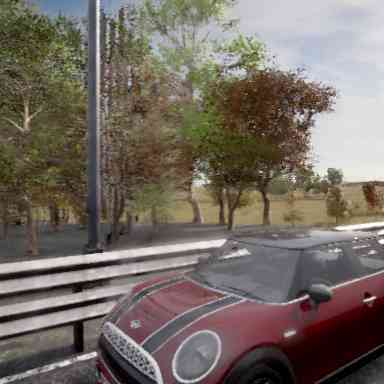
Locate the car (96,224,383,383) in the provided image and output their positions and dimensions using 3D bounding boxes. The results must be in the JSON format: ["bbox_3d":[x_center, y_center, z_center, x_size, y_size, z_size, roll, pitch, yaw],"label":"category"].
[{"bbox_3d":[1.107,1.350,4.477,4.553,1.767,2.097,0,0,-36],"label":"car"}]
